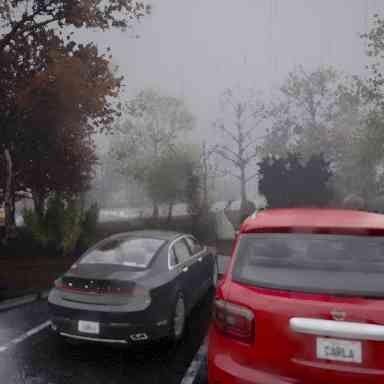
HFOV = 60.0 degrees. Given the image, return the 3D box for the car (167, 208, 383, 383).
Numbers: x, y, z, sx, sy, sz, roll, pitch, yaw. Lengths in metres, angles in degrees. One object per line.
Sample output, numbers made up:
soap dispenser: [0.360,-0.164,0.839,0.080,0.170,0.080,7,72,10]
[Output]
car: [1.734,1.243,4.921,2.435,2.045,5.566,0,-1,15]

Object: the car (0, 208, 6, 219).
car: [-23.682,2.716,41.879,1.882,1.535,5.008,1,-1,-34]

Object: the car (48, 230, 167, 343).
car: [-0.701,1.498,6.603,2.231,1.521,4.892,0,-1,15]
